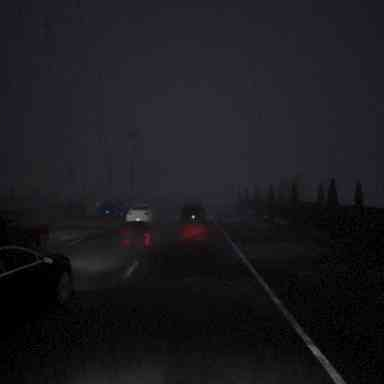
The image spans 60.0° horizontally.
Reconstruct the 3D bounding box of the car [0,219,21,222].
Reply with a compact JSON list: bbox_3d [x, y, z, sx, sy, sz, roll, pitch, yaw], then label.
[{"bbox_3d":[-6.903,1.600,11.860,1.895,1.301,4.718,0,0,0],"label":"car"}]

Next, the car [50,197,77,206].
[{"bbox_3d":[-17.183,1.520,45.321,1.812,1.442,4.674,0,0,4],"label":"car"}]

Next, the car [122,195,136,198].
[{"bbox_3d":[-11.591,1.189,59.721,1.882,1.535,5.008,0,0,13],"label":"car"}]

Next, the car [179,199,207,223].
[{"bbox_3d":[0.094,1.500,25.545,1.837,1.490,4.892,0,-1,0],"label":"car"}]

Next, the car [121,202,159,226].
[{"bbox_3d":[-3.405,1.523,23.319,1.812,1.442,4.674,0,0,0],"label":"car"}]

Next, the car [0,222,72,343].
[{"bbox_3d":[-3.401,1.491,5.026,2.128,1.511,4.902,0,0,0],"label":"car"}]

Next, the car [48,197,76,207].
[{"bbox_3d":[-20.087,1.502,51.609,1.837,1.490,4.892,0,0,7],"label":"car"}]

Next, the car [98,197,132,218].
[{"bbox_3d":[-6.907,1.474,29.710,1.882,1.535,5.008,0,0,0],"label":"car"}]
